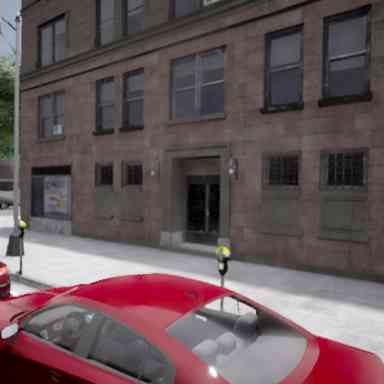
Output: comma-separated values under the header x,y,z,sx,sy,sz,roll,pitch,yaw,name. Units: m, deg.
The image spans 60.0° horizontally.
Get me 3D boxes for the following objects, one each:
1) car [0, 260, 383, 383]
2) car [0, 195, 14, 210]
x,y,z,sx,sy,sz,roll,pitch,yaw,name
-0.623,1.510,3.254,4.507,1.381,1.887,1,1,36,car
-18.903,0.930,30.570,1.812,1.442,4.674,1,1,37,car
